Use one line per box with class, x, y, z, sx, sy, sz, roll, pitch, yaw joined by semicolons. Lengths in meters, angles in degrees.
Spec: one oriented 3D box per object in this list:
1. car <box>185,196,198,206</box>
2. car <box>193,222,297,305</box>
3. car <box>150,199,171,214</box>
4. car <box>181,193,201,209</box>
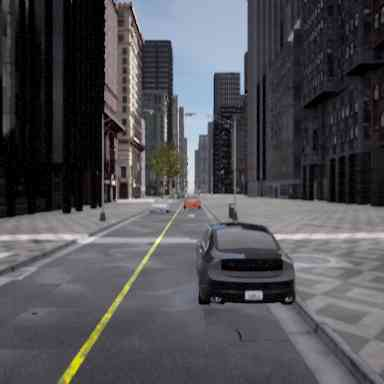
car;-0.103;1.435;52.583;1.994;1.385;4.181;0;0;0
car;1.036;1.481;8.005;1.837;1.490;4.892;0;0;0
car;-3.166;1.432;33.851;1.812;1.442;4.674;0;0;0
car;0.005;1.240;42.609;2.097;1.767;4.553;0;0;-1
